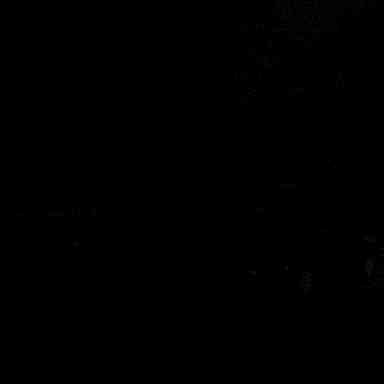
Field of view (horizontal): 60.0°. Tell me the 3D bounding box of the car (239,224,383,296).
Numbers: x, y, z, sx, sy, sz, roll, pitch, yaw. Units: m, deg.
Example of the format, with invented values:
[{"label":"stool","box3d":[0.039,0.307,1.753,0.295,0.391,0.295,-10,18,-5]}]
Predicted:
[{"label":"car","box3d":[3.238,1.617,8.871,4.507,1.381,1.887,1,0,-36]}]
